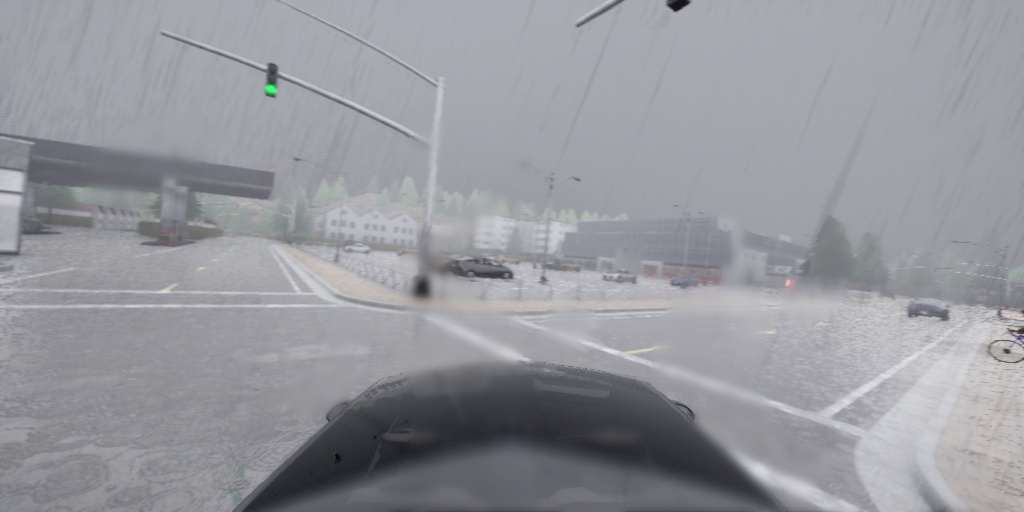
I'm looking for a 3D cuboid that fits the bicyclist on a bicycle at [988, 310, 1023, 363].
[{"bbox_3d":[14.776,2.347,10.084,0.582,1.620,1.656,5,0,-36],"label":"bicyclist on a bicycle"}]

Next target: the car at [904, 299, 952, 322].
[{"bbox_3d":[31.150,3.998,26.755,4.674,1.442,1.812,5,0,-36],"label":"car"}]
